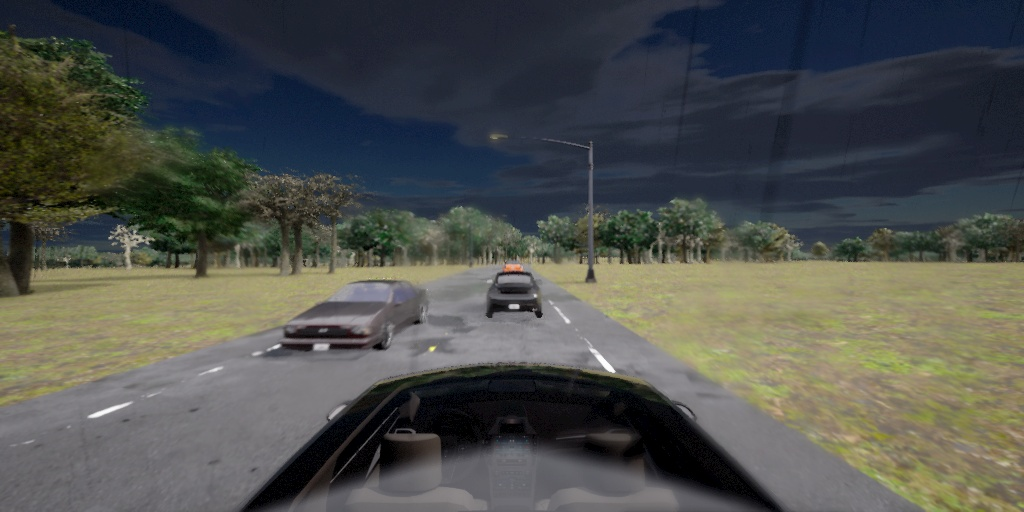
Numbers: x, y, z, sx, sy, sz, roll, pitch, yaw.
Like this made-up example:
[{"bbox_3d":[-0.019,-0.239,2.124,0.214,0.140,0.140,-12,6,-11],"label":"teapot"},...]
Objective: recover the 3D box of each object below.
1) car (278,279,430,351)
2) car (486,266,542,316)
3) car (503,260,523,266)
[{"bbox_3d":[-3.564,1.332,9.398,2.033,1.411,5.357,0,0,0],"label":"car"},{"bbox_3d":[0.084,1.304,13.512,1.837,1.490,4.892,0,0,0],"label":"car"},{"bbox_3d":[0.091,1.221,39.036,2.097,1.767,4.553,0,0,0],"label":"car"}]
